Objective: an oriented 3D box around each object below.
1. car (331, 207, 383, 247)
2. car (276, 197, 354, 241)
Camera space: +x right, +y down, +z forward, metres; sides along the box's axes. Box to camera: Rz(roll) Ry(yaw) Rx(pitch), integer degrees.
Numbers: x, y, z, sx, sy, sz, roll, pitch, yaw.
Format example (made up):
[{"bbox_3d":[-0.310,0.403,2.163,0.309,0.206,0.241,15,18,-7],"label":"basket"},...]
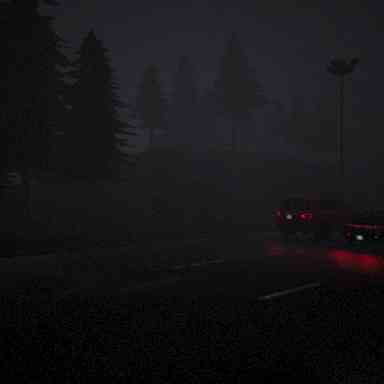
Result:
[{"bbox_3d":[8.322,1.527,13.962,4.902,1.511,2.128,1,0,-35],"label":"car"},{"bbox_3d":[6.746,1.261,17.129,5.566,2.045,2.150,0,0,-35],"label":"car"}]
